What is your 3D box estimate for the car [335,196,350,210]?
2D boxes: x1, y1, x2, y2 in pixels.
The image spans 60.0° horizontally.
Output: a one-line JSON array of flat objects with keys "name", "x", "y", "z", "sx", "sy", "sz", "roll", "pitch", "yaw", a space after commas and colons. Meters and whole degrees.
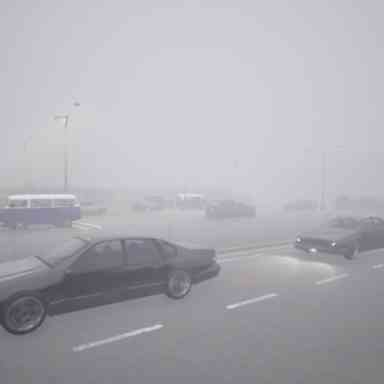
[{"name": "car", "x": 20.890, "y": 1.421, "z": 44.698, "sx": 3.866, "sy": 1.878, "sz": 1.905, "roll": 0, "pitch": 0, "yaw": -36}]

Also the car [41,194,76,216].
[{"name": "car", "x": -13.729, "y": 1.354, "z": 36.766, "sx": 4.605, "sy": 1.855, "sz": 1.932, "roll": 0, "pitch": 0, "yaw": -36}]

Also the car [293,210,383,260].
[{"name": "car", "x": 6.307, "y": 1.625, "z": 13.008, "sx": 5.357, "sy": 1.411, "sz": 2.033, "roll": 0, "pitch": 0, "yaw": -36}]

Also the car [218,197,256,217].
[{"name": "car", "x": 5.199, "y": 1.605, "z": 36.561, "sx": 3.806, "sy": 1.475, "sz": 1.970, "roll": 0, "pitch": 0, "yaw": -36}]

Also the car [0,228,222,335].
[{"name": "car", "x": -1.848, "y": 1.586, "z": 6.995, "sx": 5.357, "sy": 1.411, "sz": 2.033, "roll": 0, "pitch": 0, "yaw": -36}]

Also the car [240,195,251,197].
[{"name": "car", "x": 9.267, "y": 1.503, "z": 60.509, "sx": 3.866, "sy": 1.878, "sz": 1.905, "roll": 0, "pitch": 0, "yaw": -36}]

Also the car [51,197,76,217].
[{"name": "car", "x": -12.103, "y": 1.553, "z": 34.629, "sx": 3.905, "sy": 1.438, "sz": 1.784, "roll": 0, "pitch": 0, "yaw": -36}]

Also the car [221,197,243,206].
[{"name": "car", "x": 7.565, "y": 1.755, "z": 62.850, "sx": 3.806, "sy": 1.475, "sz": 1.970, "roll": 0, "pitch": 0, "yaw": -36}]

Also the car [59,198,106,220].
[{"name": "car", "x": -10.393, "y": 1.572, "z": 32.293, "sx": 3.806, "sy": 1.475, "sz": 1.970, "roll": 0, "pitch": 0, "yaw": -36}]

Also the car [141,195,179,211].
[{"name": "car", "x": -4.857, "y": 1.434, "z": 50.142, "sx": 4.605, "sy": 1.855, "sz": 1.932, "roll": 0, "pitch": 0, "yaw": -36}]

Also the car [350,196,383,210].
[{"name": "car", "x": 22.556, "y": 1.405, "z": 42.331, "sx": 4.605, "sy": 1.855, "sz": 1.932, "roll": 0, "pitch": 0, "yaw": -36}]

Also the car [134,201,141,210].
[{"name": "car", "x": -6.516, "y": 1.657, "z": 52.516, "sx": 3.905, "sy": 1.438, "sz": 1.784, "roll": 0, "pitch": 0, "yaw": -36}]
